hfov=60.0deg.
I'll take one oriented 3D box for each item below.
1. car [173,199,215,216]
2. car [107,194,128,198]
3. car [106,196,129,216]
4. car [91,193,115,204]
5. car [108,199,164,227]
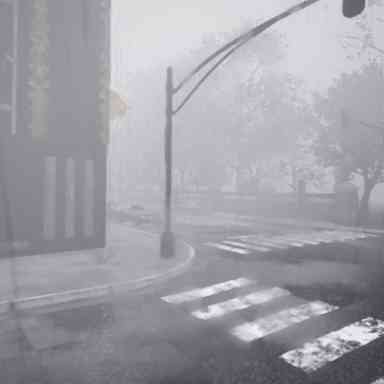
[{"bbox_3d":[0.082,1.305,30.016,1.752,1.417,4.829,2,0,-36],"label":"car"},{"bbox_3d":[-9.597,1.036,43.306,2.008,1.369,4.403,2,0,-36],"label":"car"},{"bbox_3d":[-6.595,1.248,24.949,1.802,1.307,4.206,2,0,-36],"label":"car"},{"bbox_3d":[-12.858,0.953,47.783,1.947,1.339,4.313,2,0,-36],"label":"car"},{"bbox_3d":[-3.336,1.348,20.473,1.802,1.307,4.206,2,0,-36],"label":"car"}]
